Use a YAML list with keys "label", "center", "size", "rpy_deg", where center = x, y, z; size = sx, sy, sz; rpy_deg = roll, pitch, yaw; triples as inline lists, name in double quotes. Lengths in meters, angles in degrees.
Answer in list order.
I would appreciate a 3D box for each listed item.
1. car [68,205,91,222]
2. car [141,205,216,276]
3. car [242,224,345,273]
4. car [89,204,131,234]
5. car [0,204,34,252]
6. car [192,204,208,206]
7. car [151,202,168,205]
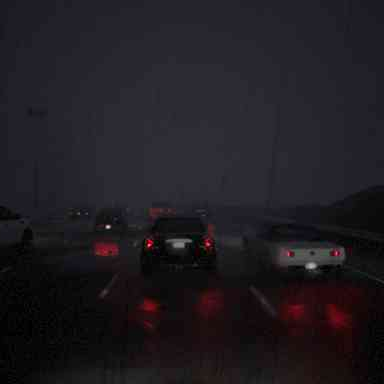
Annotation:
- label: "car"
  center: [-10.023, 1.915, 30.530]
  size: [2.033, 1.411, 5.357]
  rpy_deg: [0, -1, -11]
- label: "car"
  center: [-0.502, 1.473, 11.019]
  size: [2.097, 1.767, 4.553]
  rpy_deg: [0, -1, -4]
- label: "car"
  center: [3.035, 1.710, 11.126]
  size: [1.895, 1.301, 4.718]
  rpy_deg: [0, -1, -4]
- label: "car"
  center: [-5.074, 1.754, 21.304]
  size: [1.837, 1.490, 4.892]
  rpy_deg: [0, -1, -7]
- label: "car"
  center: [-7.523, 1.375, 11.523]
  size: [2.150, 2.045, 5.566]
  rpy_deg: [0, -1, -5]
- label: "car"
  center: [0.597, 1.818, 30.550]
  size: [2.128, 1.511, 4.902]
  rpy_deg: [0, -1, -10]
- label: "car"
  center: [-3.099, 1.700, 31.276]
  size: [2.097, 1.767, 4.553]
  rpy_deg: [0, -1, -10]
